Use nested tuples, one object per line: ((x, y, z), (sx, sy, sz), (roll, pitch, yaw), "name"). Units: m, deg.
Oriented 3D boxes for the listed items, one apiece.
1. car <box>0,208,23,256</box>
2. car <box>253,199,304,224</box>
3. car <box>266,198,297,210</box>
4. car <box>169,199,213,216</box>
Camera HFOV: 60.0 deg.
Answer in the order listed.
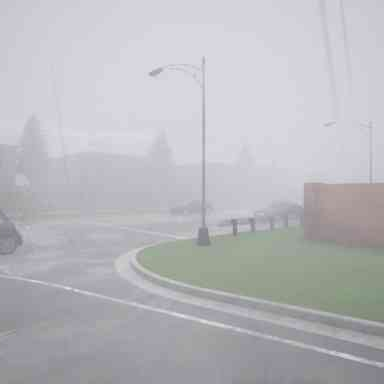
((-8.418, 1.352, 11.353), (4.553, 1.767, 2.097), (0, 0, -42), "car")
((6.587, 1.491, 25.101), (4.902, 1.511, 2.128), (0, 0, -42), "car")
((11.921, 1.564, 44.216), (4.181, 1.385, 1.994), (0, 0, -42), "car")
((-0.054, 1.478, 33.258), (5.008, 1.535, 1.882), (0, 0, -42), "car")
